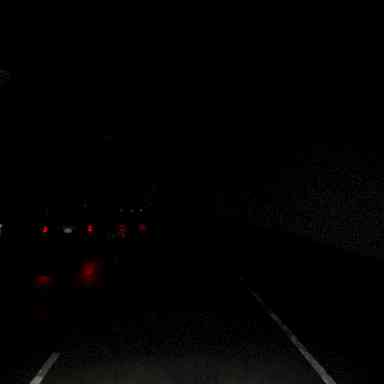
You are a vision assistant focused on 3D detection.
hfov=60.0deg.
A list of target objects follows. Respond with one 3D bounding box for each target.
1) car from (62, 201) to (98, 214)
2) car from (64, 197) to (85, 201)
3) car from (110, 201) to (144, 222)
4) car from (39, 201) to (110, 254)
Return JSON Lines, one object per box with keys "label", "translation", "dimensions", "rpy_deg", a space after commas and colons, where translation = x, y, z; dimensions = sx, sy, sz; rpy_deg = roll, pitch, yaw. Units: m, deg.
{"label": "car", "translation": [-13.599, 1.838, 40.092], "dimensions": [2.033, 1.411, 5.357], "rpy_deg": [0, 0, -44]}
{"label": "car", "translation": [-11.940, 1.460, 32.628], "dimensions": [2.150, 2.045, 5.566], "rpy_deg": [1, -1, -34]}
{"label": "car", "translation": [-5.671, 1.555, 28.394], "dimensions": [2.097, 1.767, 4.553], "rpy_deg": [0, 0, -24]}
{"label": "car", "translation": [-4.890, 1.456, 14.231], "dimensions": [2.097, 1.767, 4.553], "rpy_deg": [0, 0, -9]}
